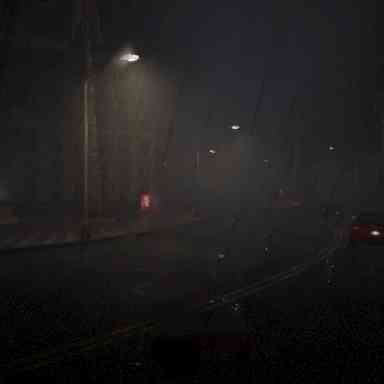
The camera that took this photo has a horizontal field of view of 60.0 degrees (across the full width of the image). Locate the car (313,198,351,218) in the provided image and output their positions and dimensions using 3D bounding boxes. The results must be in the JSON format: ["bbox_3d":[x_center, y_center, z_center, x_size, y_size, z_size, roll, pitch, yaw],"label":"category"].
[{"bbox_3d":[12.423,1.587,30.237,1.812,1.442,4.674,0,0,6],"label":"car"}]

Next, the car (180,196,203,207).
[{"bbox_3d":[-0.087,1.770,55.588,2.033,1.411,5.357,0,0,-24],"label":"car"}]

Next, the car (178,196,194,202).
[{"bbox_3d":[-1.562,1.780,84.083,2.128,1.511,4.902,0,0,-25],"label":"car"}]

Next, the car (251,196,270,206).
[{"bbox_3d":[12.043,1.520,56.973,2.097,1.767,4.553,0,0,-25],"label":"car"}]

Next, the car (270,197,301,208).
[{"bbox_3d":[14.551,1.610,50.810,1.882,1.535,5.008,0,0,-19],"label":"car"}]

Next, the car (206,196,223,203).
[{"bbox_3d":[4.764,1.647,70.917,1.994,1.385,4.181,0,0,-25],"label":"car"}]

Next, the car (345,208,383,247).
[{"bbox_3d":[8.096,1.585,14.727,1.994,1.385,4.181,0,0,28],"label":"car"}]

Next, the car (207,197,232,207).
[{"bbox_3d":[4.581,1.698,53.557,1.837,1.490,4.892,0,-1,-23],"label":"car"}]
